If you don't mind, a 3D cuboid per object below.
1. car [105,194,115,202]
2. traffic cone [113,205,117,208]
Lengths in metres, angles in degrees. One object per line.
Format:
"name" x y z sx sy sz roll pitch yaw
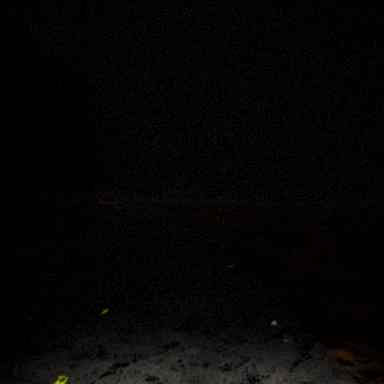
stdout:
"car" -19.445 1.407 79.043 2.150 2.045 5.566 0 0 -14
"traffic cone" -9.466 1.993 42.119 0.340 0.580 0.340 0 0 -14
